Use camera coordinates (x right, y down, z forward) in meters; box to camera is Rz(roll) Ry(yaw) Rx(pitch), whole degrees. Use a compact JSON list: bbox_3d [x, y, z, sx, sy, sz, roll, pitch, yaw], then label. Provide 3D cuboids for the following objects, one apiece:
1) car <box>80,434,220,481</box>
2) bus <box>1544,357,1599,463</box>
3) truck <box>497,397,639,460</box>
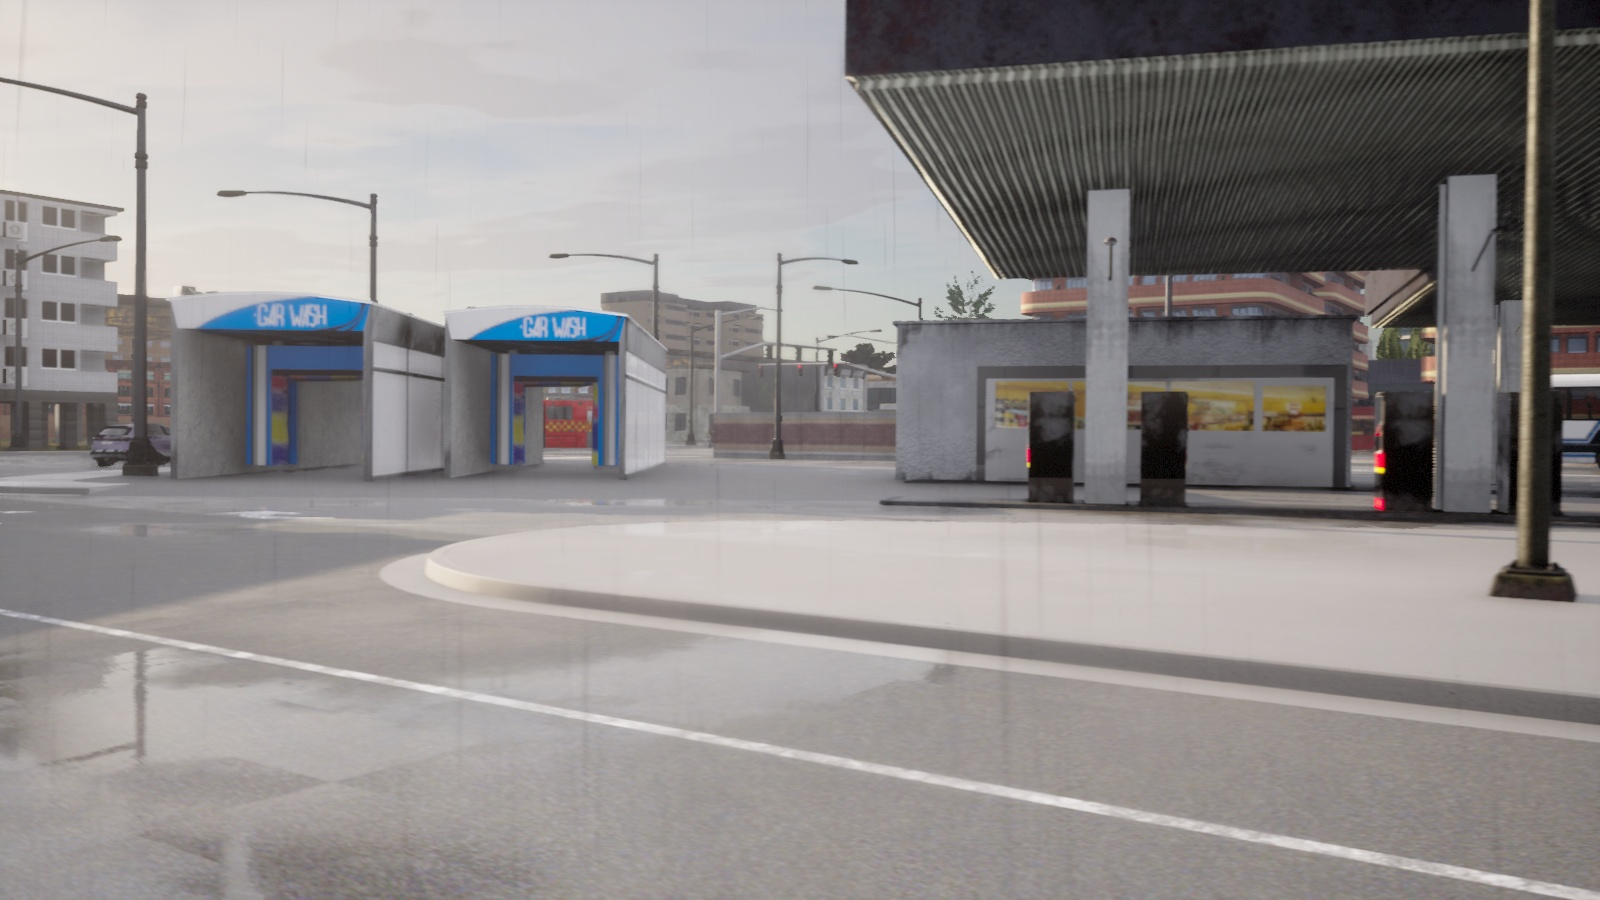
[{"bbox_3d":[-24.410,0.236,47.391,2.033,1.649,4.856,0,1,12],"label":"car"},{"bbox_3d":[36.019,-1.662,50.596,10.273,4.253,3.944,0,1,32],"label":"bus"},{"bbox_3d":[-14.700,-1.407,79.444,8.468,3.827,2.891,-1,1,-18],"label":"truck"}]
